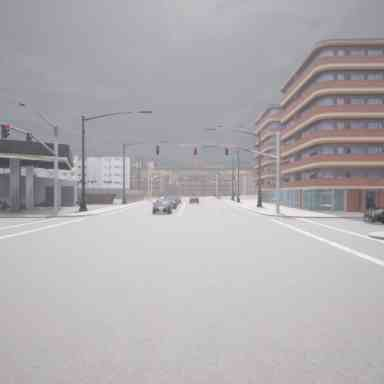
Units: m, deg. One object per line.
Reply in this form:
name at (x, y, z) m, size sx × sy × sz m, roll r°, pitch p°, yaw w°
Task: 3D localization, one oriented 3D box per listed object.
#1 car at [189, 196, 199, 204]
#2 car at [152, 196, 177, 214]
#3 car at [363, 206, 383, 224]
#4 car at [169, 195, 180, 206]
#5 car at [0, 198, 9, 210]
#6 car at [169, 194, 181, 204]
car at (0.435, 1.525, 65.786) m, size 1.812 × 1.442 × 4.674 m, roll 0°, pitch 0°, yaw 0°
car at (-3.074, 1.491, 35.193) m, size 2.128 × 1.511 × 4.902 m, roll 0°, pitch 0°, yaw 0°
car at (14.724, 1.352, 23.642) m, size 4.553 × 1.767 × 2.097 m, roll 0°, pitch 0°, yaw 1°
car at (-3.131, 1.352, 44.911) m, size 2.097 × 1.767 × 4.553 m, roll 0°, pitch 0°, yaw 0°
car at (-23.941, 1.456, 39.386) m, size 3.806 × 1.475 × 1.970 m, roll 0°, pitch 0°, yaw 1°
car at (-3.204, 1.352, 65.083) m, size 2.097 × 1.767 × 4.553 m, roll 0°, pitch 0°, yaw 0°
